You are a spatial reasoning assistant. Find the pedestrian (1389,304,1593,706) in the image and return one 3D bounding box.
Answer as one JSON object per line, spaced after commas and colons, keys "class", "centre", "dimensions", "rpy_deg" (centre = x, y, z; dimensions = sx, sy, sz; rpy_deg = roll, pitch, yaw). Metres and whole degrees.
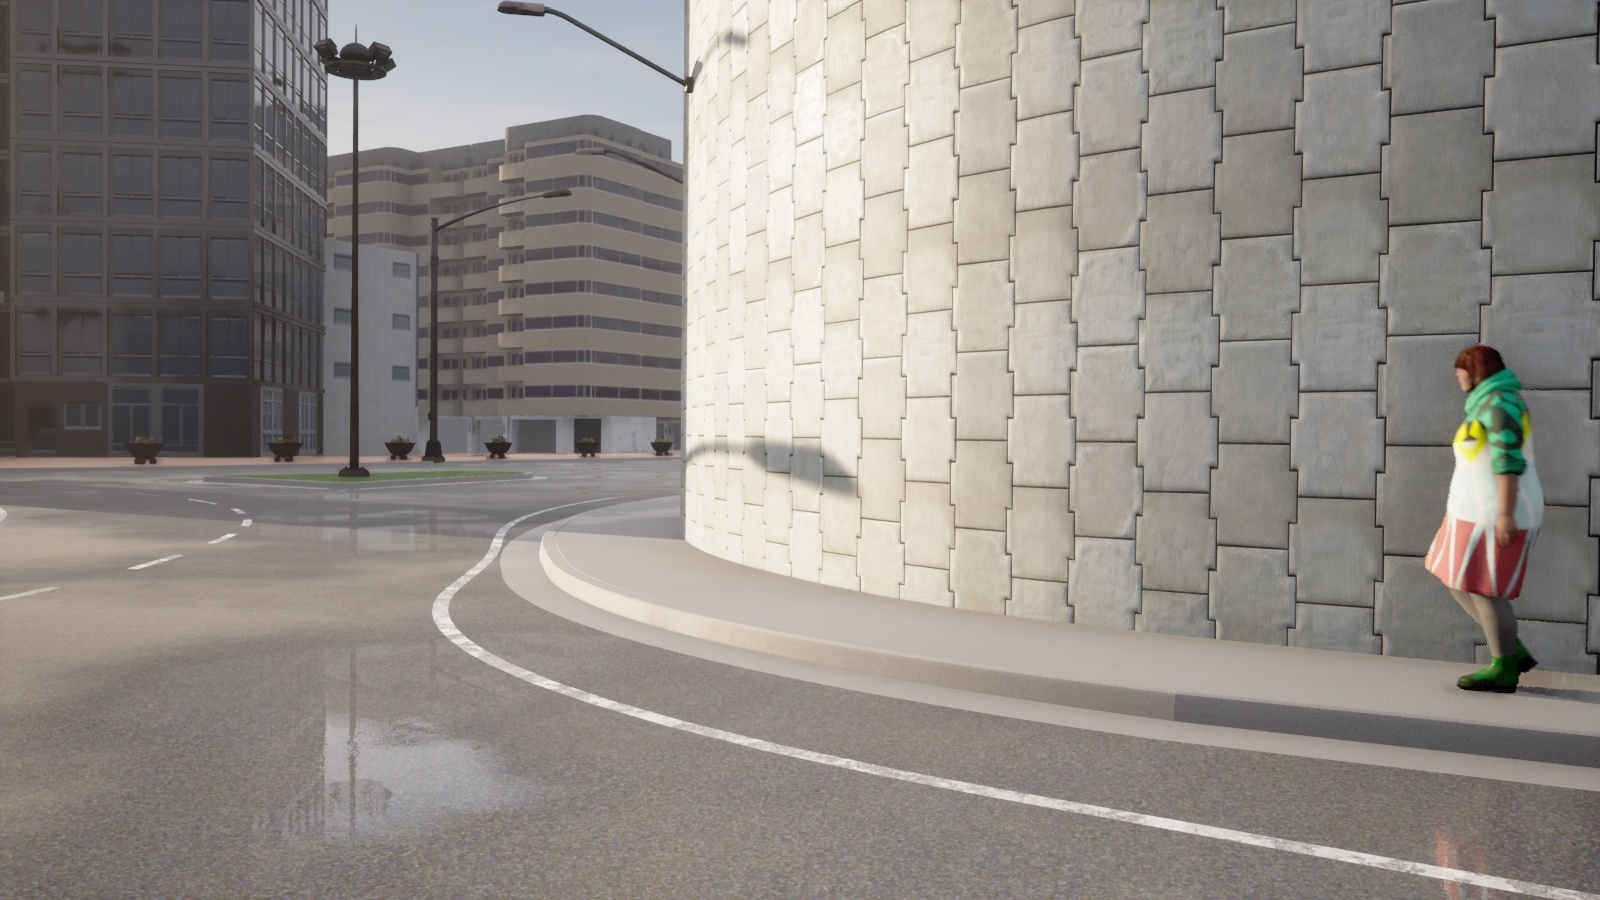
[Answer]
{"class": "pedestrian", "centre": [3.645, 0.263, 6.616], "dimensions": [0.873, 1.952, 0.659], "rpy_deg": [0, 1, 35]}
